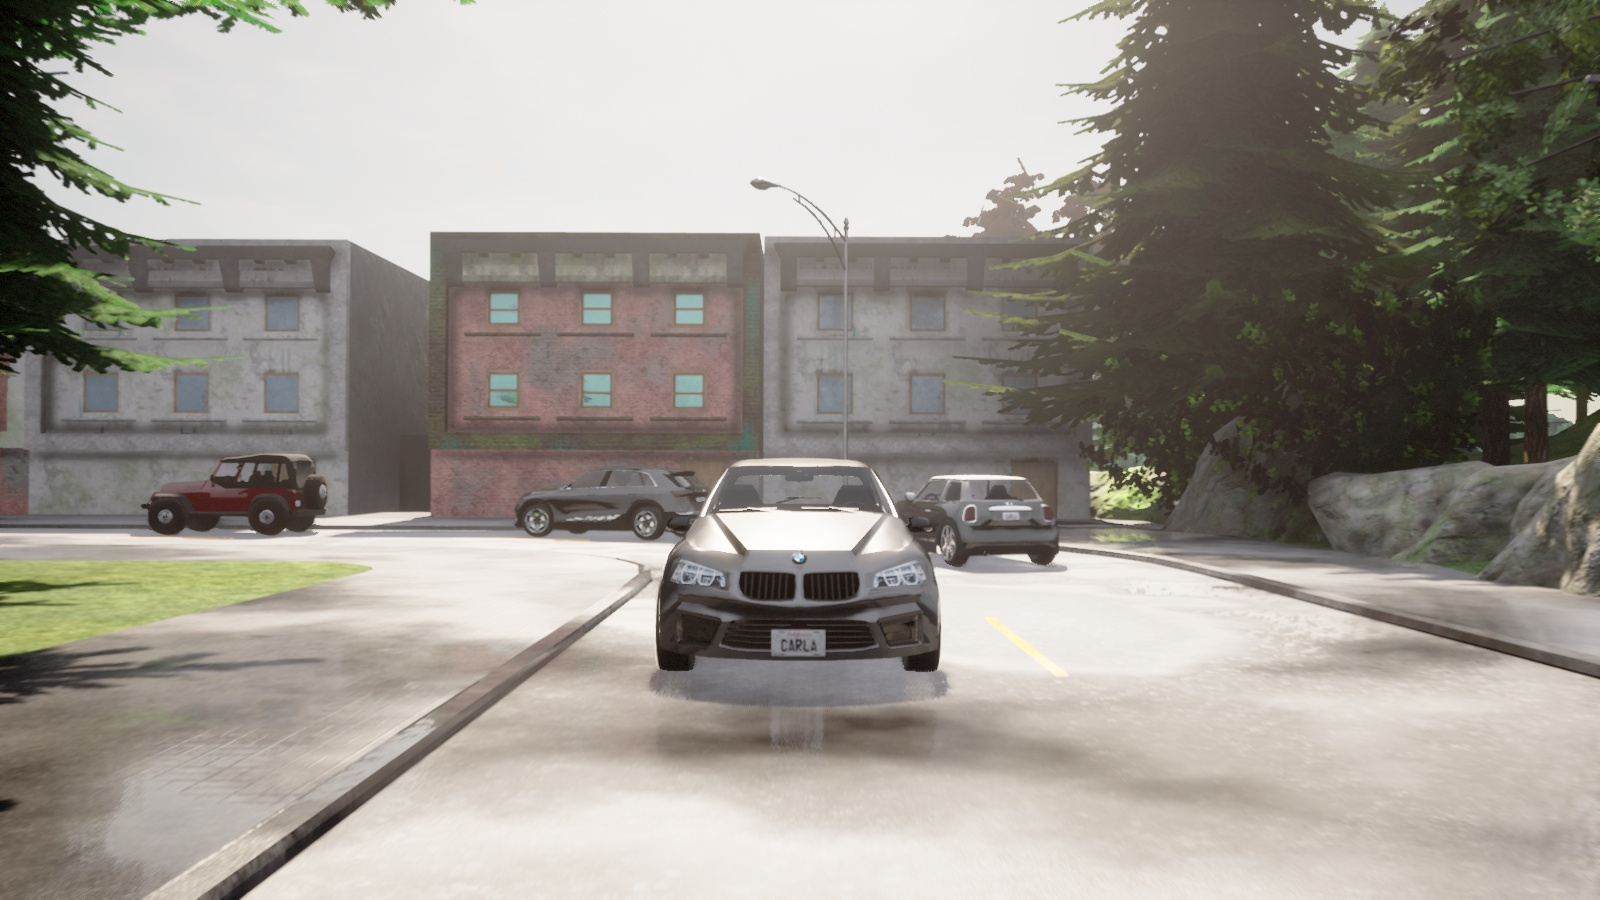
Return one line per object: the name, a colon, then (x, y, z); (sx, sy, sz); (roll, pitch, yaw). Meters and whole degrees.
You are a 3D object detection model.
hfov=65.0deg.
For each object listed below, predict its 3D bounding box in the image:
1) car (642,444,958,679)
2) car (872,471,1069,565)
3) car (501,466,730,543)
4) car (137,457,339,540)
car: (-0.003, 0.829, 11.255); (2.242, 1.667, 4.611); (0, -1, 0)
car: (2.852, 1.104, 21.884); (1.970, 1.475, 3.806); (0, -1, -17)
car: (-4.245, 1.204, 28.848); (4.856, 1.649, 2.033); (-1, -1, 24)
car: (-13.135, 1.115, 29.514); (3.866, 1.878, 1.905); (0, -1, 0)
